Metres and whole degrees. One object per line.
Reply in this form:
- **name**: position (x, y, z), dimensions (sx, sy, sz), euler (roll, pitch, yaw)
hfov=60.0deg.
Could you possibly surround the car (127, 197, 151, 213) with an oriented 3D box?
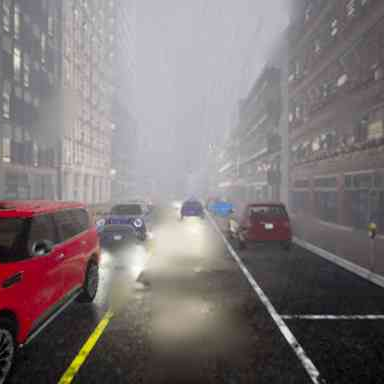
- **car**: position (-5.684, 1.324, 36.182), dimensions (1.967, 1.590, 4.097), euler (0, 0, 0)

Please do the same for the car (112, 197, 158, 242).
- **car**: position (-3.080, 1.298, 16.090), dimensions (2.097, 1.767, 4.553), euler (0, 0, 0)

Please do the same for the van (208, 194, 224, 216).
- **van**: position (2.694, 1.242, 30.631), dimensions (1.690, 1.788, 3.998), euler (0, 0, 0)

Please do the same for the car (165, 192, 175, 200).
- **car**: position (-5.674, 1.062, 86.140), dimensions (2.192, 1.841, 5.009), euler (0, 0, 0)

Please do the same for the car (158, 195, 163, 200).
- **car**: position (-5.682, 1.403, 47.285), dimensions (2.008, 1.369, 4.403), euler (0, 0, 0)

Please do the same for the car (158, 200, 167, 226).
- **car**: position (-2.995, 1.507, 22.379), dimensions (1.994, 1.385, 4.181), euler (0, 0, 0)

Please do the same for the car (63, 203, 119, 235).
- **car**: position (-5.688, 1.462, 19.360), dimensions (1.752, 1.417, 4.829), euler (0, 0, 0)

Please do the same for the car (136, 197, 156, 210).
- **car**: position (-5.683, 1.394, 41.563), dimensions (1.752, 1.417, 4.829), euler (0, 0, 0)

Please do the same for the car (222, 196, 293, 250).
- **car**: position (2.691, 1.269, 13.978), dimensions (2.192, 1.841, 5.009), euler (0, 0, 0)

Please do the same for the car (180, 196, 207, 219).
- **car**: position (0.019, 1.387, 27.744), dimensions (1.882, 1.535, 5.008), euler (0, 0, 0)

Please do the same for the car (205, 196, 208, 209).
- **car**: position (2.696, 1.435, 36.182), dimensions (2.008, 1.369, 4.403), euler (0, 0, 0)

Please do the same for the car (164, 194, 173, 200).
- **car**: position (-5.675, 1.202, 80.590), dimensions (1.967, 1.590, 4.097), euler (0, 0, 0)

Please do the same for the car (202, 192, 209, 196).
- **car**: position (2.697, 1.183, 41.732), dimensions (2.192, 1.841, 5.009), euler (0, 0, 0)

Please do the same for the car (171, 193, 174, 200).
- **car**: position (-5.676, 1.358, 75.039), dimensions (1.802, 1.307, 4.206), euler (0, 0, 0)

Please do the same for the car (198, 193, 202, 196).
- **car**: position (0.086, 1.333, 45.813), dimensions (1.882, 1.535, 5.008), euler (0, 0, 0)

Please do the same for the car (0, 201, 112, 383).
- **car**: position (-3.086, 1.204, 5.257), dimensions (2.150, 2.045, 5.566), euler (0, 0, 0)

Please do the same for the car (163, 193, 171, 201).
- **car**: position (-5.678, 1.356, 63.937), dimensions (2.008, 1.369, 4.403), euler (0, 0, 0)
